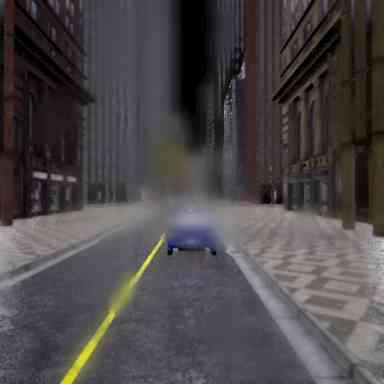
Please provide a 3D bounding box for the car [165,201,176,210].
[{"bbox_3d":[-3.082,2.084,52.140,1.812,1.442,4.674,0,-1,0],"label":"car"}]

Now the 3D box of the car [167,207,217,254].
[{"bbox_3d":[0.009,1.627,14.242,1.882,1.535,5.008,0,0,0],"label":"car"}]

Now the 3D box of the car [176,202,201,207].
[{"bbox_3d":[-0.013,1.649,28.413,2.097,1.767,4.553,0,-1,0],"label":"car"}]
